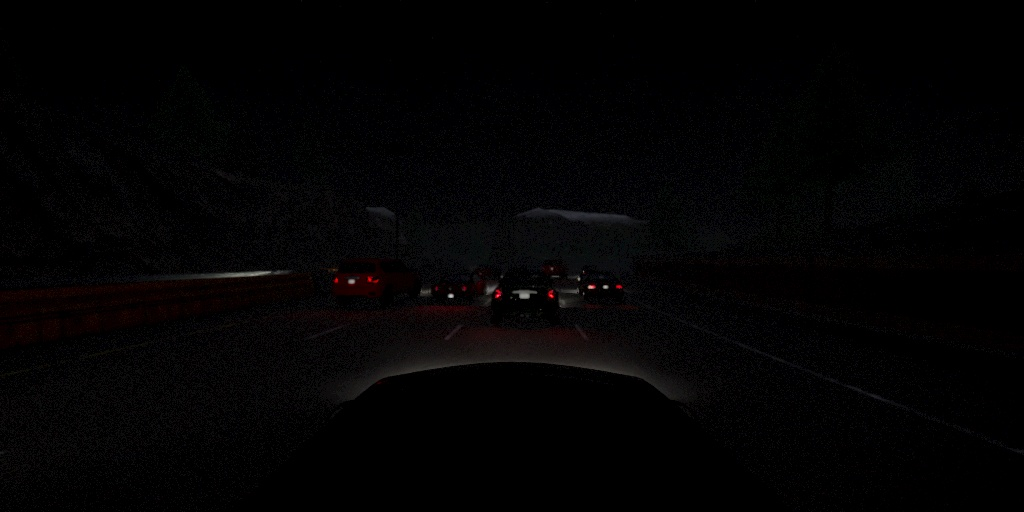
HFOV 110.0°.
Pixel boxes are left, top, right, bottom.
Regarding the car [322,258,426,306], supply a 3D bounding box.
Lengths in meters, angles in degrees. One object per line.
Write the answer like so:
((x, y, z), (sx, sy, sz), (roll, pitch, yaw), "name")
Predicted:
((-6.172, 1.142, 17.018), (2.150, 2.045, 5.566), (0, -1, 5), "car")

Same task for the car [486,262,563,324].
((0.512, 1.225, 12.696), (2.097, 1.767, 4.553), (0, -1, 4), "car")

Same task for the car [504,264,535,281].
((0.861, 1.637, 37.107), (2.128, 1.511, 4.902), (0, -1, 14), "car")

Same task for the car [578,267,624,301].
((4.545, 1.488, 18.797), (2.033, 1.411, 5.357), (0, -1, 7), "car")

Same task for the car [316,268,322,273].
((-22.461, 1.715, 45.501), (1.882, 1.535, 5.008), (0, 0, 15), "car")

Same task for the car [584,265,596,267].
((8.220, 1.678, 37.728), (1.812, 1.442, 4.674), (0, -1, 14), "car")

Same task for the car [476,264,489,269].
((-2.547, 1.631, 37.891), (1.882, 1.535, 5.008), (0, -1, 14), "car")

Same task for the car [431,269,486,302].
((-2.519, 1.537, 18.378), (1.895, 1.301, 4.718), (0, -1, 6), "car")

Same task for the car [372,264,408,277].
((-15.290, 1.739, 45.166), (1.837, 1.490, 4.892), (0, -1, 16), "car")

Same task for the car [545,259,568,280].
((4.592, 1.374, 37.737), (2.150, 2.045, 5.566), (0, -1, 15), "car")

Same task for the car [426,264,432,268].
((-11.601, 1.742, 45.408), (1.837, 1.490, 4.892), (0, -1, 16), "car")
